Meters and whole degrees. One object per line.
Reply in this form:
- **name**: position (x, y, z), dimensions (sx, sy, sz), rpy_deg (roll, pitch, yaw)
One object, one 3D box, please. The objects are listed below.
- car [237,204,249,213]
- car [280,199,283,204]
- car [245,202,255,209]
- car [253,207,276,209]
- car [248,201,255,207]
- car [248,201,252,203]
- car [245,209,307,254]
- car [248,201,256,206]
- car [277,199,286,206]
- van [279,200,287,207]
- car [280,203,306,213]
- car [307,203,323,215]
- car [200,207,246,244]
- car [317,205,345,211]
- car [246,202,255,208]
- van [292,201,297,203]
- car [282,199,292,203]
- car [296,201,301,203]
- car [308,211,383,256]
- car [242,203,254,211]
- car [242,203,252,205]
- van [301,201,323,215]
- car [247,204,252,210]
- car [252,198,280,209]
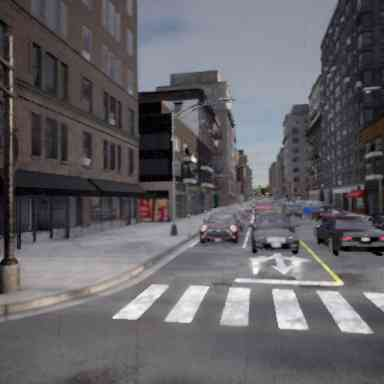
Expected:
- **car**: position (2.706, 1.880, 23.111), dimensions (1.967, 1.590, 4.097), rpy_deg (-1, -1, 11)
- **car**: position (21.433, 2.755, 75.551), dimensions (1.967, 1.590, 4.097), rpy_deg (-1, -1, 11)
- **car**: position (12.481, 2.889, 71.725), dimensions (1.887, 1.381, 4.507), rpy_deg (-1, -1, 11)
- **car**: position (5.565, 2.032, 24.456), dimensions (1.895, 1.301, 4.718), rpy_deg (-1, -1, 11)
- **car**: position (15.739, 3.195, 87.932), dimensions (1.887, 1.381, 4.507), rpy_deg (-1, -1, 11)
- **car**: position (8.135, 2.374, 50.120), dimensions (1.967, 1.590, 4.097), rpy_deg (-1, -1, 11)
- **car**: position (3.627, 1.752, 14.816), dimensions (2.128, 1.511, 4.902), rpy_deg (-1, -1, 11)
- **car**: position (16.826, 3.317, 93.333), dimensions (1.947, 1.339, 4.313), rpy_deg (-1, -1, 11)
- **car**: position (24.690, 2.936, 91.759), dimensions (2.192, 1.841, 5.009), rpy_deg (-1, -1, 11)
- **van**: position (23.604, 2.860, 86.356), dimensions (1.690, 1.788, 3.998), rpy_deg (-1, -1, 11)
- **car**: position (11.110, 2.222, 37.067), dimensions (1.895, 1.301, 4.718), rpy_deg (-1, -1, 11)
- **car**: position (12.746, 2.069, 32.333), dimensions (1.947, 1.339, 4.313), rpy_deg (-1, -1, 11)
- **car**: position (1.620, 1.784, 17.709), dimensions (1.967, 1.590, 4.097), rpy_deg (-1, -1, 11)
- **car**: position (11.660, 1.987, 26.932), dimensions (1.802, 1.307, 4.206), rpy_deg (-1, -1, 11)
- **car**: position (13.568, 3.028, 77.126), dimensions (1.802, 1.307, 4.206), rpy_deg (-1, -1, 11)
- **van**: position (16.001, 2.144, 48.543), dimensions (1.690, 1.788, 3.998), rpy_deg (-1, -1, 11)
- **car**: position (19.260, 2.550, 64.746), dimensions (1.967, 1.590, 4.097), rpy_deg (-1, -1, 11)
- **car**: position (14.918, 2.252, 43.137), dimensions (2.008, 1.369, 4.403), rpy_deg (-1, -1, 11)
- **car**: position (6.554, 1.757, 14.144), dimensions (2.033, 1.411, 5.357), rpy_deg (-1, -1, 10)
- **car**: position (10.309, 2.689, 60.921), dimensions (2.008, 1.369, 4.403), rpy_deg (-1, -1, 11)
- **car**: position (5.965, 2.283, 39.314), dimensions (2.008, 1.369, 4.403), rpy_deg (-1, -1, 11)
- **van**: position (13.829, 1.943, 37.739), dimensions (1.690, 1.788, 3.998), rpy_deg (-1, -1, 11)
- **car**: position (4.879, 2.216, 33.912), dimensions (1.802, 1.307, 4.206), rpy_deg (-1, -1, 11)
- **car**: position (7.638, 1.837, 34.716), dimensions (2.150, 2.045, 5.566), rpy_deg (-1, -1, 11)
